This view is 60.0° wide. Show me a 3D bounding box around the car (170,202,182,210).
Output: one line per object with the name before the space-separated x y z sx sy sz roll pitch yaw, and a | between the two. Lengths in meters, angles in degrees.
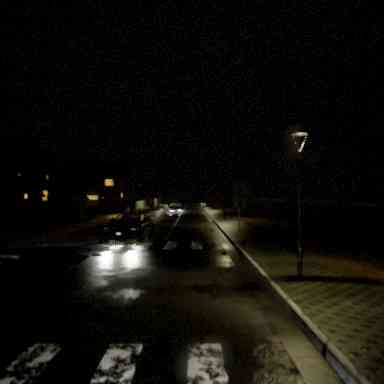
car | -2.702 2.260 55.996 1.895 1.301 4.718 0 -1 0

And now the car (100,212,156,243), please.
car | -3.212 1.770 17.392 1.994 1.385 4.181 0 -1 6
